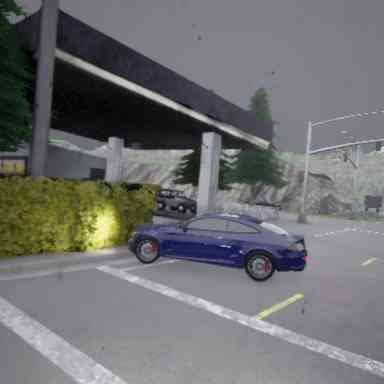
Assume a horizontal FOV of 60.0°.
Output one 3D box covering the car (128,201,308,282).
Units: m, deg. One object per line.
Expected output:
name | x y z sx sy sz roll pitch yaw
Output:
car | 0.610 1.245 8.835 4.674 1.442 1.812 5 1 17

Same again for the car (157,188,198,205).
car | -1.237 0.729 27.712 3.866 1.878 1.905 6 1 39

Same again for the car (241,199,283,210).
car | 8.048 1.472 38.864 4.718 1.301 1.895 6 1 40
